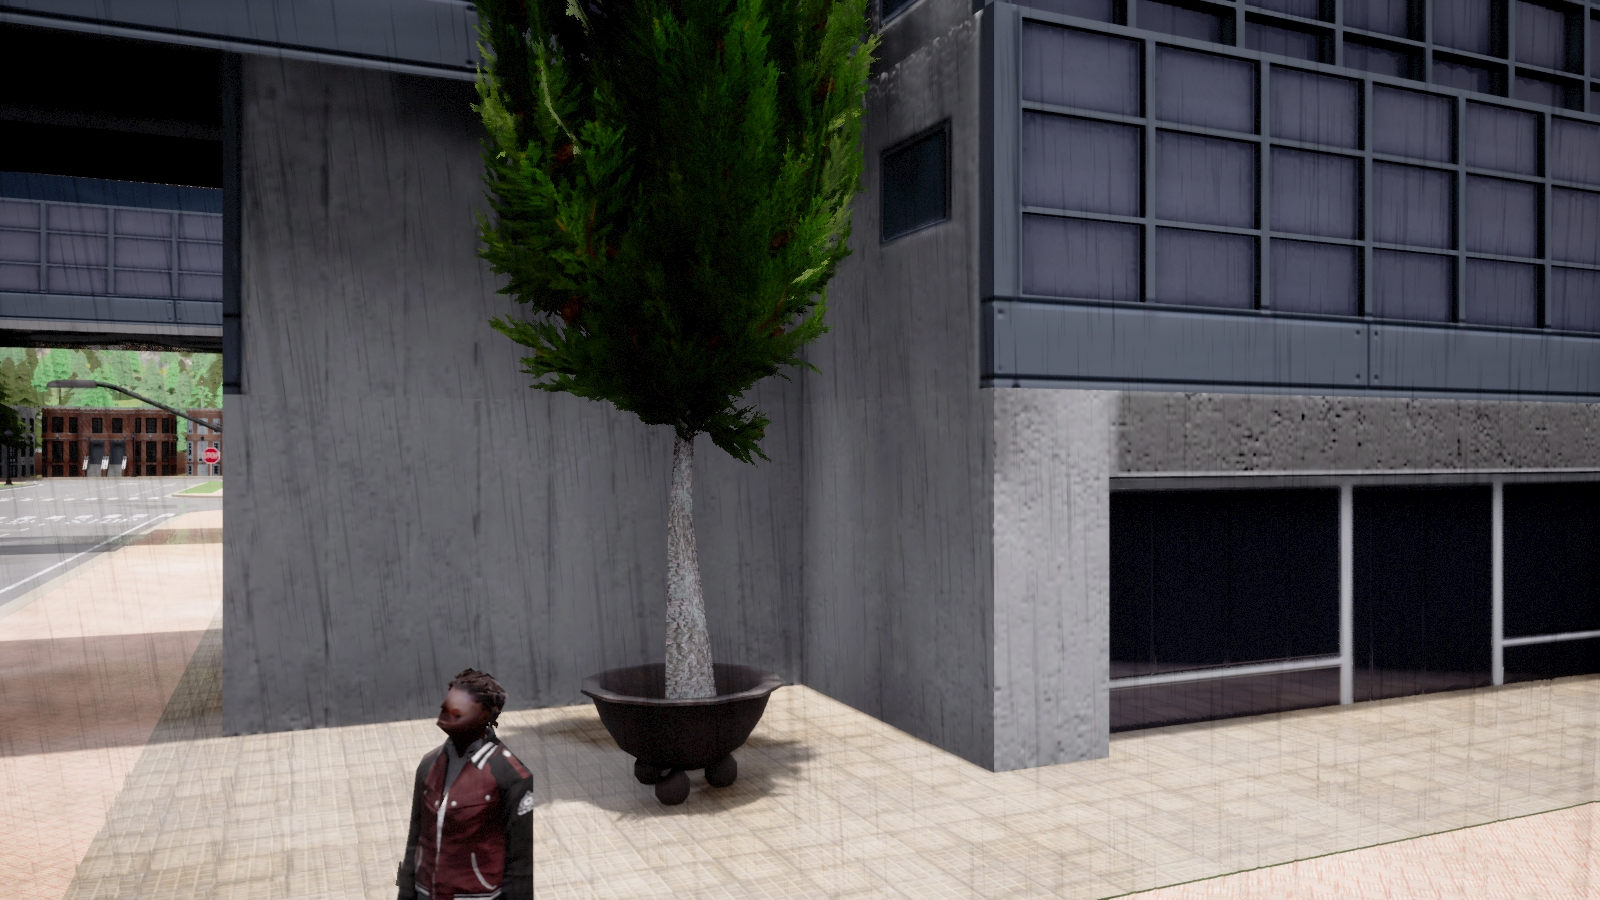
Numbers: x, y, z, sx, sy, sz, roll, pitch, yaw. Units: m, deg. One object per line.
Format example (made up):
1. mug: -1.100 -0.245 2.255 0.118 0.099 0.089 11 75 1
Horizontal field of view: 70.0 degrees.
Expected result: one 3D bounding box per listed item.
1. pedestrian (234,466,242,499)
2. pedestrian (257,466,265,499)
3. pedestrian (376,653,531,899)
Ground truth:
1. pedestrian: -32.184 1.849 65.409 0.375 1.860 0.375 0 0 -24
2. pedestrian: -30.581 1.848 64.835 0.375 1.860 0.375 0 0 -34
3. pedestrian: -1.231 1.698 4.076 0.375 1.860 0.375 0 0 27
